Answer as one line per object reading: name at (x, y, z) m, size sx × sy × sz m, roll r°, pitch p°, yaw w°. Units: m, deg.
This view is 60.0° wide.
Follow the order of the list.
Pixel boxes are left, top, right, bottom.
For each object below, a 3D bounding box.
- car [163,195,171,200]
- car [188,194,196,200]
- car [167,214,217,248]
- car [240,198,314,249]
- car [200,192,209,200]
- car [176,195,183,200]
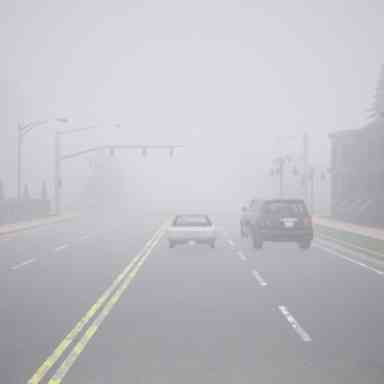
car at (-7.000, 1.532, 93.845) m, size 2.033 × 1.411 × 5.357 m, roll 0°, pitch 0°, yaw 0°
car at (0.000, 1.406, 89.419) m, size 1.812 × 1.442 × 4.674 m, roll 0°, pitch 0°, yaw 0°
car at (0.000, 1.614, 14.680) m, size 1.895 × 1.301 × 4.718 m, roll 0°, pitch 0°, yaw 0°
car at (3.500, 1.256, 14.680) m, size 2.150 × 2.045 × 5.566 m, roll 0°, pitch 0°, yaw 0°
car at (3.500, 1.109, 89.482) m, size 2.150 × 2.045 × 5.566 m, roll 0°, pitch 0°, yaw 0°
car at (-3.500, 1.545, 93.845) m, size 1.994 × 1.385 × 4.181 m, roll 0°, pitch 0°, yaw 0°
